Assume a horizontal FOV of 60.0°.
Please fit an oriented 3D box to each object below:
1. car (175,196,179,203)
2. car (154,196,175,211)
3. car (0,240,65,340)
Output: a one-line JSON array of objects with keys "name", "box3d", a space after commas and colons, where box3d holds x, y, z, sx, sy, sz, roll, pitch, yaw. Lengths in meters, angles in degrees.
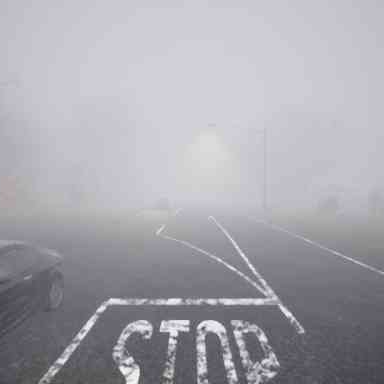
[{"name": "car", "box3d": [-3.703, 1.537, 68.903, 1.812, 1.442, 4.674, 0, 0, 0]}, {"name": "car", "box3d": [-3.471, 1.508, 40.647, 1.837, 1.490, 4.892, 0, 0, 0]}, {"name": "car", "box3d": [-3.482, 1.535, 5.047, 1.812, 1.442, 4.674, 0, 0, 0]}]
